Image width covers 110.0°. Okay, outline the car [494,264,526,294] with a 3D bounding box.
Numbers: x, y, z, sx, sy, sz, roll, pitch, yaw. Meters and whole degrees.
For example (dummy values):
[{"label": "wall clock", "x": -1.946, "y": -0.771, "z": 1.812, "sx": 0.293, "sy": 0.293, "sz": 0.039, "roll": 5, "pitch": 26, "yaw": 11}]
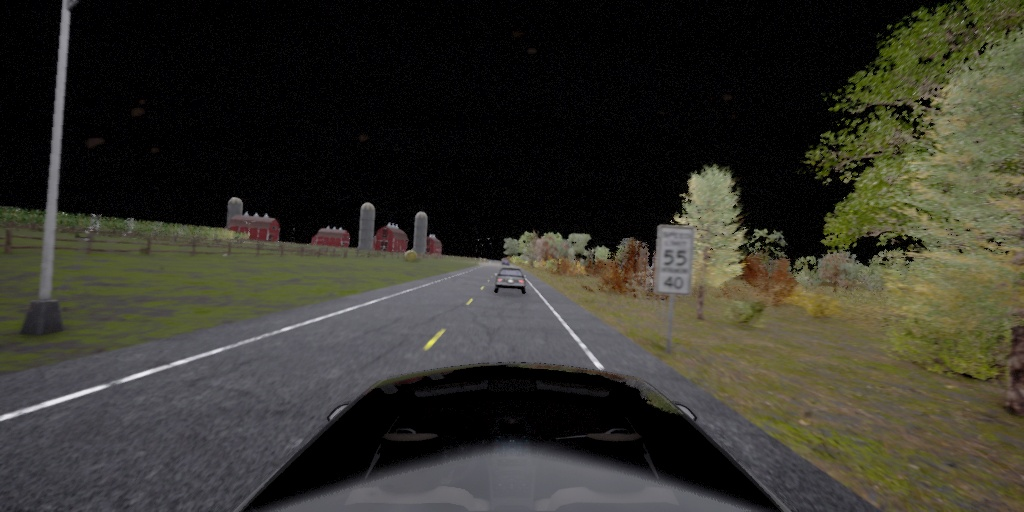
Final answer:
[{"label": "car", "x": -0.107, "y": 1.455, "z": 22.318, "sx": 2.033, "sy": 1.411, "sz": 5.357, "roll": 4, "pitch": 0, "yaw": -1}]
